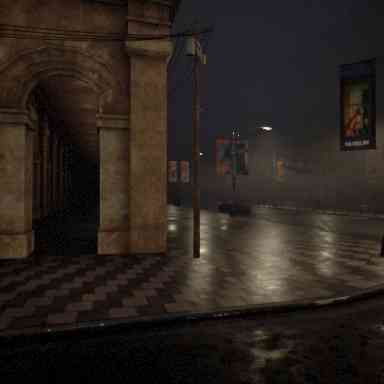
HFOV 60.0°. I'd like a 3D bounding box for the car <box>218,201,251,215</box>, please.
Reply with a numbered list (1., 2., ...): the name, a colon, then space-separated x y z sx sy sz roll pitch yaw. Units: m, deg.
1. car: 4.224 1.595 33.572 1.895 1.301 4.718 0 0 -15
